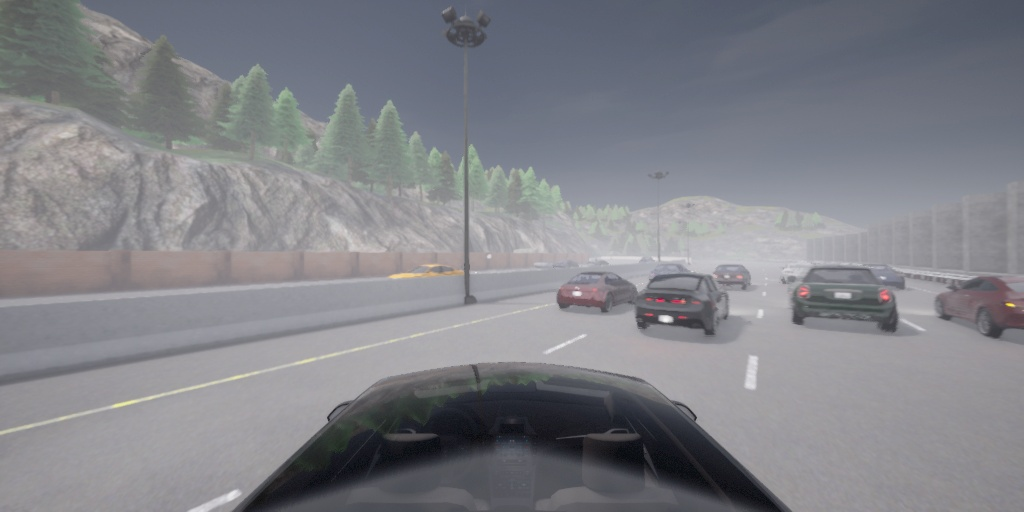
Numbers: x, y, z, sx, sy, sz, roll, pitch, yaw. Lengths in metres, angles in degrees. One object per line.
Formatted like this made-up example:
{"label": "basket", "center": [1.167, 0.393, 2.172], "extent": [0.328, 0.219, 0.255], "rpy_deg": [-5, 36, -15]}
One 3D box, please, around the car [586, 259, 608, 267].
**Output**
{"label": "car", "center": [11.991, 1.118, 50.635], "extent": [2.128, 1.511, 4.902], "rpy_deg": [0, 0, 34]}

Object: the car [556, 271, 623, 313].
{"label": "car", "center": [3.438, 1.278, 14.122], "extent": [1.994, 1.385, 4.181], "rpy_deg": [0, 0, 36]}

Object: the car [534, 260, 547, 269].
{"label": "car", "center": [5.110, 1.256, 52.935], "extent": [1.895, 1.301, 4.718], "rpy_deg": [0, 0, 35]}

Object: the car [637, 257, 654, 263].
{"label": "car", "center": [22.451, 0.936, 60.075], "extent": [2.097, 1.767, 4.553], "rpy_deg": [0, 0, 33]}

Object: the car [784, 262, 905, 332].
{"label": "car", "center": [9.853, 1.040, 11.045], "extent": [2.097, 1.767, 4.553], "rpy_deg": [0, 0, 36]}

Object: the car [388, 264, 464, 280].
{"label": "car", "center": [-4.871, 1.225, 20.922], "extent": [1.882, 1.535, 5.008], "rpy_deg": [0, 0, 35]}

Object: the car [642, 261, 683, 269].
{"label": "car", "center": [10.834, 1.214, 24.408], "extent": [2.033, 1.411, 5.357], "rpy_deg": [0, 0, 36]}

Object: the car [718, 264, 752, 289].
{"label": "car", "center": [13.670, 1.203, 22.357], "extent": [2.033, 1.411, 5.357], "rpy_deg": [0, 0, 36]}

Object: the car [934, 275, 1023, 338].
{"label": "car", "center": [12.772, 1.204, 9.108], "extent": [1.812, 1.442, 4.674], "rpy_deg": [0, 0, 36]}

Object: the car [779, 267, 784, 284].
{"label": "car", "center": [19.300, 1.151, 24.132], "extent": [1.812, 1.442, 4.674], "rpy_deg": [0, 0, 36]}

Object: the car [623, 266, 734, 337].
{"label": "car", "center": [5.033, 1.219, 10.376], "extent": [1.837, 1.490, 4.892], "rpy_deg": [0, 0, 36]}

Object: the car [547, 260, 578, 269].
{"label": "car", "center": [7.460, 1.195, 50.195], "extent": [2.033, 1.411, 5.357], "rpy_deg": [0, 0, 34]}
